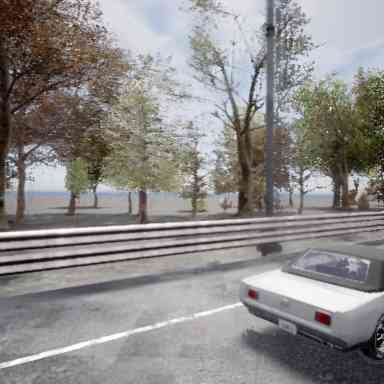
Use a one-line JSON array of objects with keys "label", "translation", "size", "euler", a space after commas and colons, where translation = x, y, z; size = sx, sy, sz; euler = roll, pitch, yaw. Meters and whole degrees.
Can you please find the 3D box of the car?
[{"label": "car", "translation": [3.175, 1.628, 5.986], "size": [4.718, 1.301, 1.895], "euler": [0, 0, -35]}]
